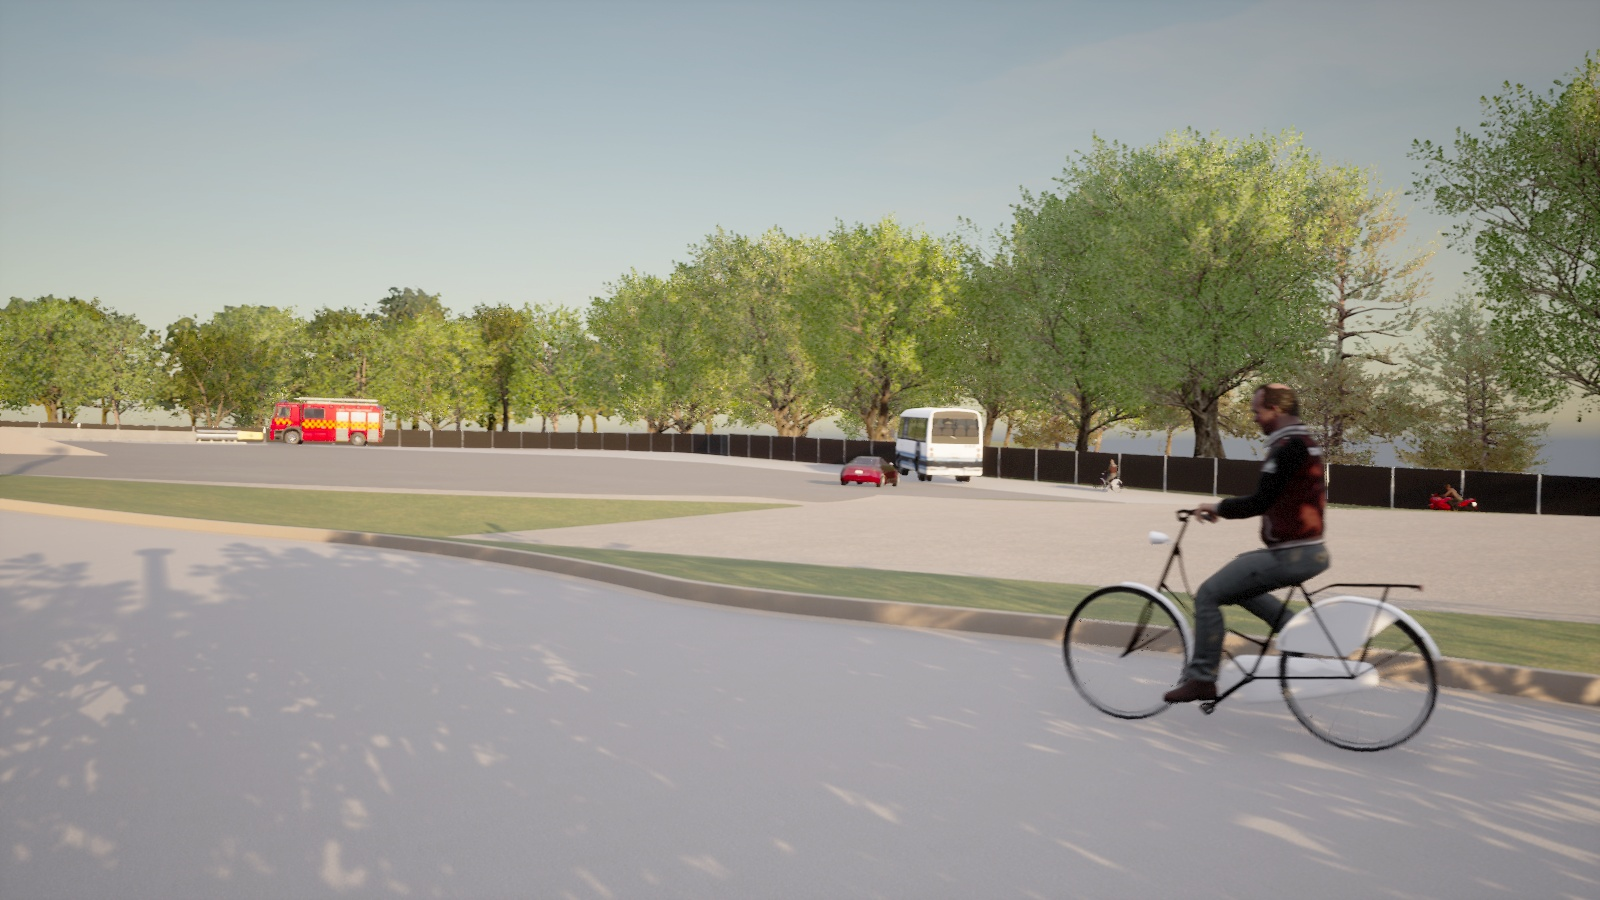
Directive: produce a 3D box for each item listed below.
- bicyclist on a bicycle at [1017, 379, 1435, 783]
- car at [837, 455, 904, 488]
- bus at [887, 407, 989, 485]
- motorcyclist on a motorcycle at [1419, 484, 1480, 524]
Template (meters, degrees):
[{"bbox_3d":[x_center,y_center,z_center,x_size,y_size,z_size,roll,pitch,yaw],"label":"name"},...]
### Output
[{"bbox_3d":[2.091,0.557,6.298,1.843,1.776,0.659,1,1,35],"label":"bicyclist on a bicycle"},{"bbox_3d":[3.299,0.991,58.030,1.994,1.385,4.181,3,0,18],"label":"car"},{"bbox_3d":[8.106,-0.377,75.656,3.944,4.253,10.273,1,2,-6],"label":"bus"},{"bbox_3d":[26.855,2.220,51.969,0.797,1.523,2.044,-1,2,-40],"label":"motorcyclist on a motorcycle"}]
